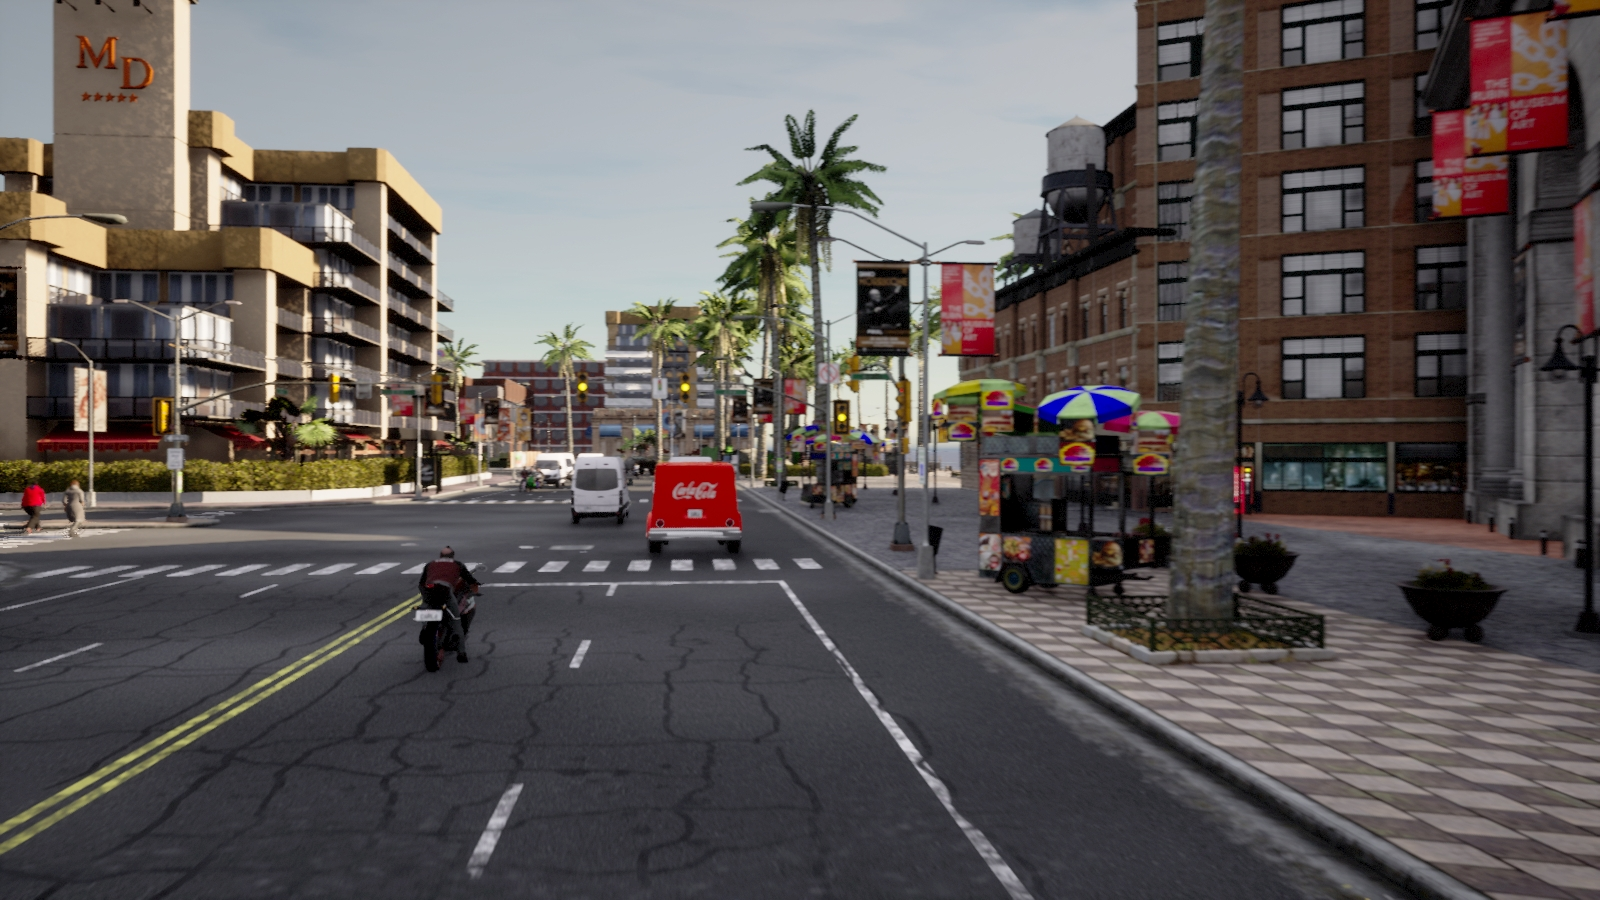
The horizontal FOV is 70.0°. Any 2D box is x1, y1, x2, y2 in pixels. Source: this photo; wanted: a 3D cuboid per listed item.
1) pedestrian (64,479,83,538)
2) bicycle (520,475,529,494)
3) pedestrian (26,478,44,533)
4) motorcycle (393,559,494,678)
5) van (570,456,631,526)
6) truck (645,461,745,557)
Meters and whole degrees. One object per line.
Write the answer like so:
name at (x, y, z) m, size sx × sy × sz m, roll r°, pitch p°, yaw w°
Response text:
pedestrian at (-23.225, 1.864, 36.522) m, size 0.375 × 1.860 × 0.375 m, roll 0°, pitch 0°, yaw -7°
bicycle at (-17.906, 2.222, 74.179) m, size 0.329 × 1.171 × 1.835 m, roll 0°, pitch 0°, yaw -6°
pedestrian at (-25.844, 1.865, 38.587) m, size 0.375 × 1.860 × 0.375 m, roll 0°, pitch 0°, yaw -7°
motorcycle at (-4.747, 2.208, 15.372) m, size 0.867 × 1.251 × 2.209 m, roll 0°, pitch 0°, yaw -6°
van at (-7.879, 1.539, 45.532) m, size 1.988 × 2.561 × 5.915 m, roll 0°, pitch 0°, yaw -6°
truck at (-3.018, 1.568, 32.553) m, size 2.627 × 2.467 × 5.204 m, roll 0°, pitch 0°, yaw -6°
